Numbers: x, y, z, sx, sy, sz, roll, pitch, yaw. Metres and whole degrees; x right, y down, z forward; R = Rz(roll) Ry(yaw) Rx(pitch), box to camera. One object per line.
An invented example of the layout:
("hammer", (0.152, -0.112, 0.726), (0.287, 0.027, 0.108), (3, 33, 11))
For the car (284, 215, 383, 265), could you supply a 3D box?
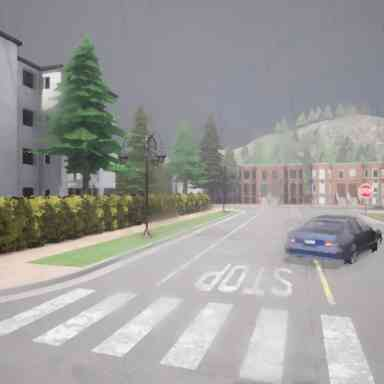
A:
("car", (5.189, 1.537, 11.801), (2.033, 1.411, 5.357), (0, 0, 41))
